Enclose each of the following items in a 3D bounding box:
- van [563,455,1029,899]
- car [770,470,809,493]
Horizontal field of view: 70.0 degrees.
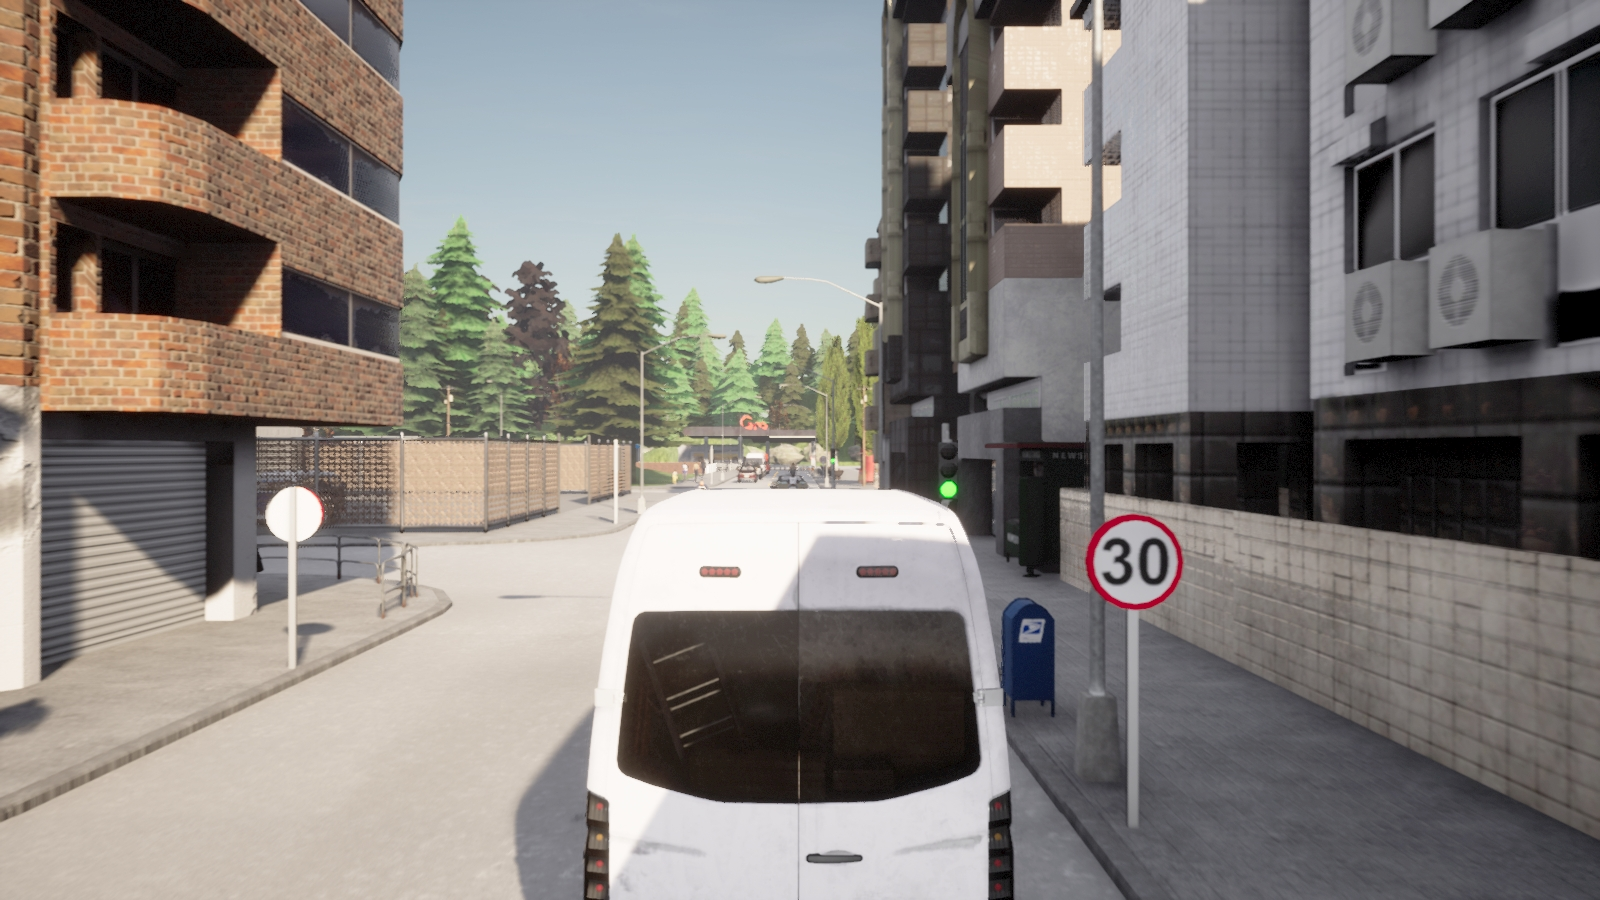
[{"bbox_3d":[-0.031,1.320,7.836,1.988,2.561,5.915,0,0,0],"label":"van"},{"bbox_3d":[-0.712,1.980,72.209,1.895,1.301,4.718,0,0,-8],"label":"car"}]
